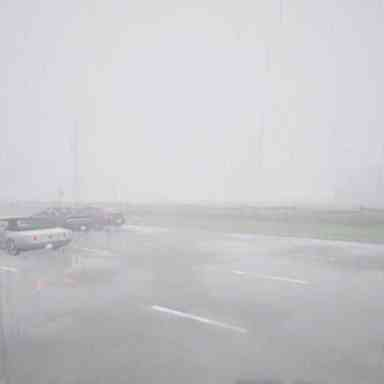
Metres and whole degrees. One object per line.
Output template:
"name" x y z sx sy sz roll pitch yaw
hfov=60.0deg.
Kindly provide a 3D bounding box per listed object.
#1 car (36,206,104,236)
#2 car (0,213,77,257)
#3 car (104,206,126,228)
"car" -7.337 1.556 17.817 4.902 1.511 2.128 0 0 35
"car" -6.929 1.654 13.226 4.718 1.301 1.895 0 0 35
"car" -6.252 1.595 21.344 4.674 1.442 1.812 0 0 35
